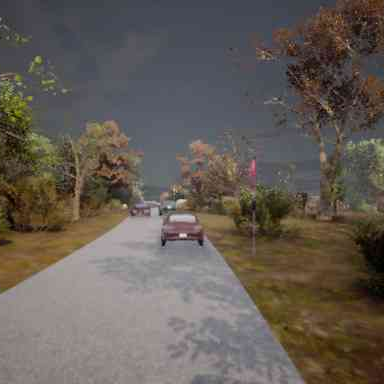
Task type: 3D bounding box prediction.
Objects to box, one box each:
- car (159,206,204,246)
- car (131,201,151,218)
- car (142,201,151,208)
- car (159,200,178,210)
[{"bbox_3d":[-0.501,1.614,15.744,1.812,1.442,4.674,0,-1,-4],"label":"car"},{"bbox_3d":[-5.206,1.877,34.209,1.994,1.385,4.181,0,-1,-7],"label":"car"},{"bbox_3d":[-10.262,2.805,75.520,1.882,1.535,5.008,0,-2,-7],"label":"car"},{"bbox_3d":[-2.694,1.732,37.833,2.097,1.767,4.553,0,-1,-7],"label":"car"}]
